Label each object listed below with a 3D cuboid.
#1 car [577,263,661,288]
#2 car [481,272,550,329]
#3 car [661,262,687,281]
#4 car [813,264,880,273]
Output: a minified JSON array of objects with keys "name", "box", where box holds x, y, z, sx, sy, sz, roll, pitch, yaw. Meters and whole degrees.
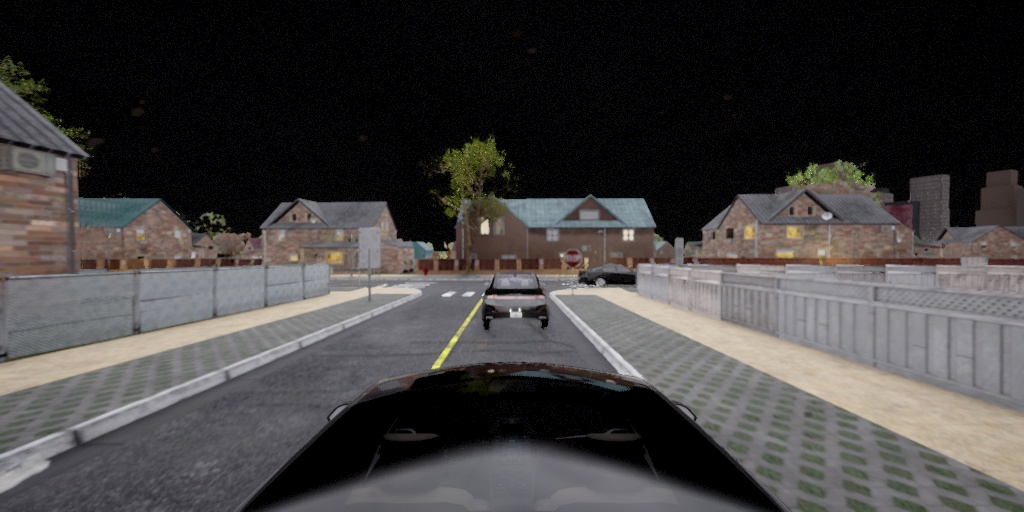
[{"name":"car","box":[6.856,1.276,23.715,5.008,1.535,1.882,0,0,-9]},{"name":"car","box":[0.100,1.250,11.324,2.128,1.511,4.902,0,0,0]},{"name":"car","box":[11.273,1.210,26.313,5.008,1.535,1.882,-1,1,1]},{"name":"car","box":[24.065,1.291,25.994,4.181,1.385,1.994,0,1,1]}]
